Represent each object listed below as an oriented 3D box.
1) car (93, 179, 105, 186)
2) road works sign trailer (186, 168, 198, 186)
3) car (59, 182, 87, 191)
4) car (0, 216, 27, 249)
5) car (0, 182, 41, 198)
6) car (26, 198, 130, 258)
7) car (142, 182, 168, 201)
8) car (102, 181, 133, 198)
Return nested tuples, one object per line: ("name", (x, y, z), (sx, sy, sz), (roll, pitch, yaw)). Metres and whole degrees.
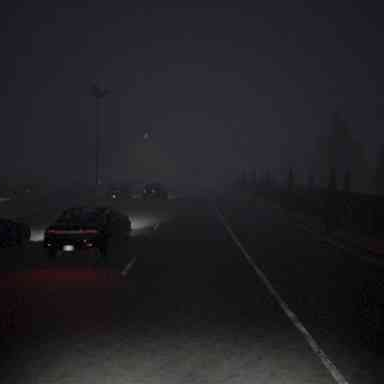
("car", (-21.020, -2.117, 75.608), (1.837, 1.490, 4.892), (0, 0, 0))
("road works sign trailer", (0.042, -3.045, 66.366), (2.380, 3.560, 2.880), (0, 2, 3))
("car", (-14.103, -0.479, 39.944), (2.033, 1.411, 5.357), (0, 4, 0))
("car", (-6.903, 1.303, 10.381), (1.812, 1.442, 4.674), (0, 2, 0))
("car", (-17.604, -0.202, 34.872), (1.837, 1.490, 4.892), (0, 4, 0))
("car", (-3.403, 1.216, 11.586), (2.128, 1.511, 4.902), (0, 3, 0))
("car", (-3.408, -0.150, 31.650), (2.097, 1.767, 4.553), (0, 4, 0))
("car", (-6.908, -0.012, 31.898), (1.837, 1.490, 4.892), (0, 4, 0))
